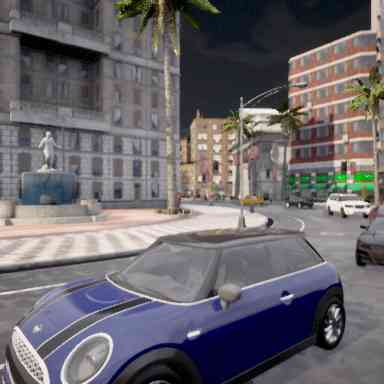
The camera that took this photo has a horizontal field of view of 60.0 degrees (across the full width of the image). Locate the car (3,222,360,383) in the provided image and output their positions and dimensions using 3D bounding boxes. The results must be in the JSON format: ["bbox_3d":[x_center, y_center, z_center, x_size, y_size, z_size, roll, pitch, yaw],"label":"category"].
[{"bbox_3d":[0.109,1.349,4.473,4.553,1.767,2.097,0,0,-39],"label":"car"}]

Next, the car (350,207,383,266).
[{"bbox_3d":[6.746,1.465,10.851,1.882,1.535,5.008,0,0,37],"label":"car"}]

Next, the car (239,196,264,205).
[{"bbox_3d":[10.145,1.432,57.149,1.882,1.535,5.008,0,0,-35],"label":"car"}]

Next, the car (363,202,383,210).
[{"bbox_3d":[11.653,1.503,19.644,1.812,1.442,4.674,0,0,19],"label":"car"}]

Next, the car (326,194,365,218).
[{"bbox_3d":[13.910,1.190,29.884,2.150,2.045,5.566,0,0,4],"label":"car"}]

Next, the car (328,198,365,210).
[{"bbox_3d":[19.753,1.481,42.738,1.812,1.442,4.674,0,0,-12],"label":"car"}]

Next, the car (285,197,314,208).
[{"bbox_3d":[15.038,1.461,46.701,1.837,1.490,4.892,0,0,-17],"label":"car"}]
